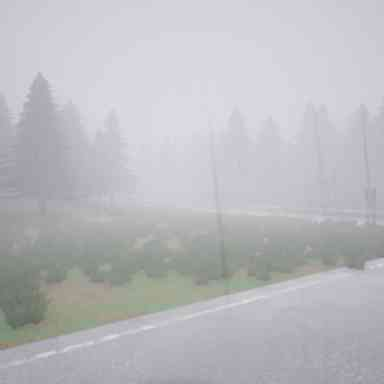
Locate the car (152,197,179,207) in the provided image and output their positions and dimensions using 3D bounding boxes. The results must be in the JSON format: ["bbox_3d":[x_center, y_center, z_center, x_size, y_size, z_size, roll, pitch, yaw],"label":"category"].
[{"bbox_3d":[-4.217,1.564,52.556,2.128,1.511,4.902,0,0,-35],"label":"car"}]

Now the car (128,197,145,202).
[{"bbox_3d":[-10.287,1.577,60.970,1.837,1.490,4.892,0,0,-36],"label":"car"}]

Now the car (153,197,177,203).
[{"bbox_3d":[-3.741,1.629,45.655,2.033,1.411,5.357,0,0,-35],"label":"car"}]

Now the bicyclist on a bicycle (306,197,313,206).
[{"bbox_3d":[12.386,1.358,35.138,1.656,1.620,0.582,-12,7,-35],"label":"bicyclist on a bicycle"}]
